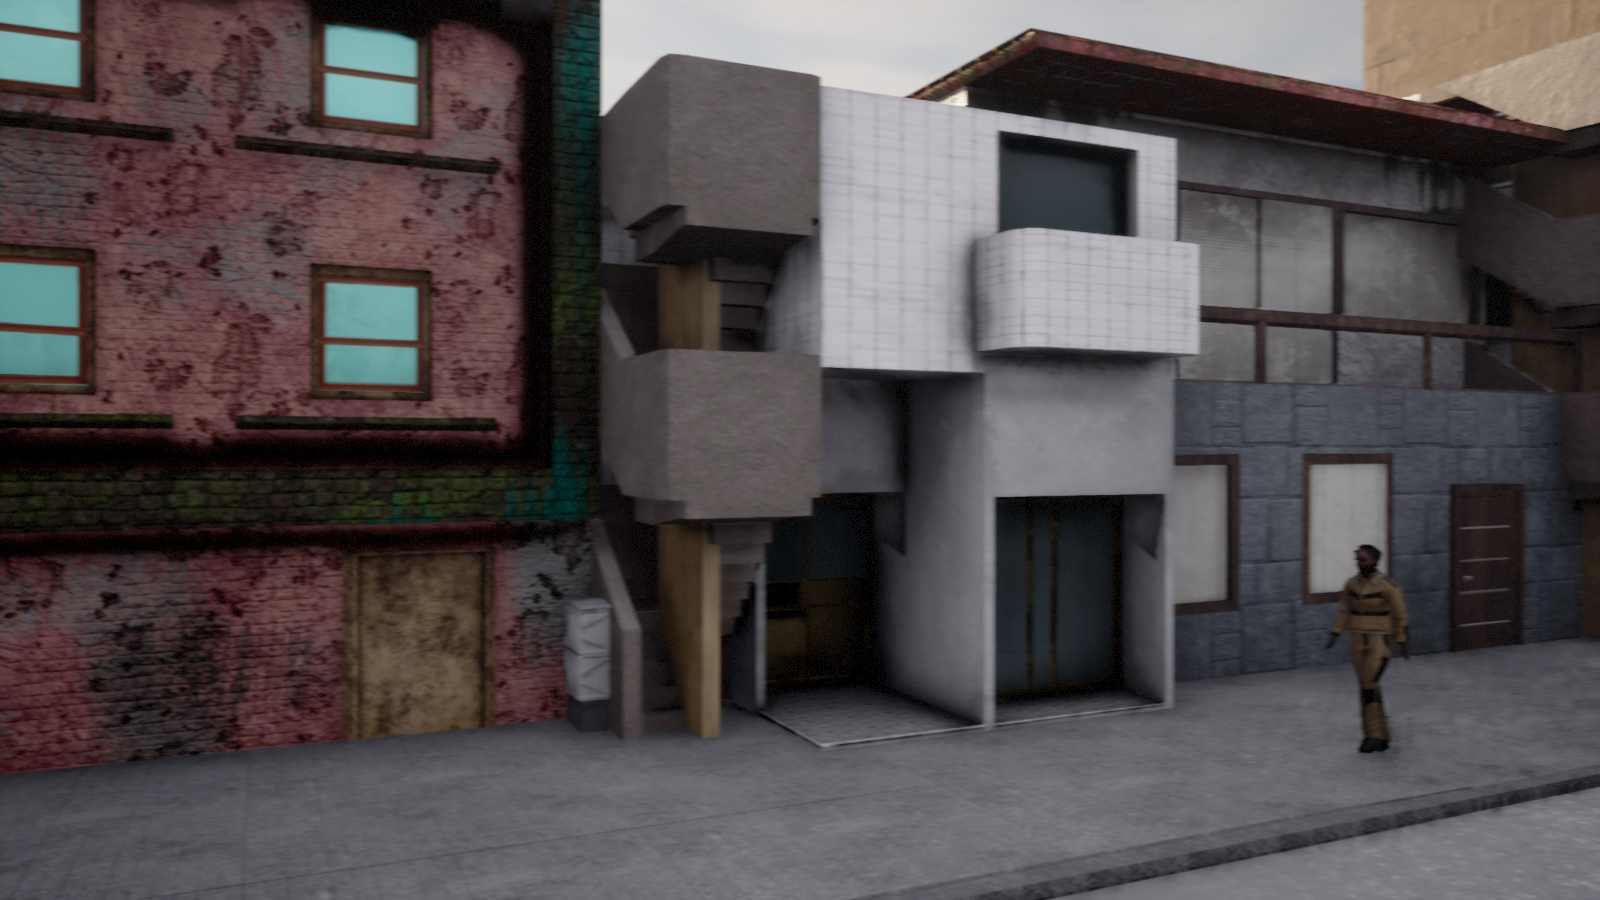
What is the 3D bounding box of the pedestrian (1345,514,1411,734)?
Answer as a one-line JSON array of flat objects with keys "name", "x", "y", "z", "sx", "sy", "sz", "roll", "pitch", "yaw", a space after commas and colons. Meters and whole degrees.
[{"name": "pedestrian", "x": 5.096, "y": 1.512, "z": 10.076, "sx": 0.375, "sy": 1.860, "sz": 0.375, "roll": 0, "pitch": 0, "yaw": -31}]
